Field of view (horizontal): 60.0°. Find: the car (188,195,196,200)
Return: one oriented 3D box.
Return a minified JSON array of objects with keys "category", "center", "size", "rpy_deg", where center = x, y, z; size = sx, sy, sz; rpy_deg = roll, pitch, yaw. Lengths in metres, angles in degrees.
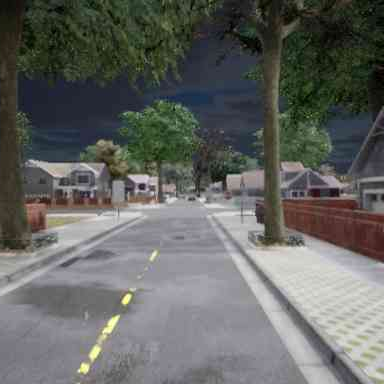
[{"category":"car","center":[0.004,1.619,93.969],"size":[1.994,1.385,4.181],"rpy_deg":[0,0,0]}]

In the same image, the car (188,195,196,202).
[{"category":"car","center":[0.004,1.659,83.550],"size":[1.882,1.535,5.008],"rpy_deg":[0,0,0]}]

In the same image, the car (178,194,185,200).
[{"category":"car","center":[-2.746,1.315,87.721],"size":[1.837,1.490,4.892],"rpy_deg":[0,0,0]}]
